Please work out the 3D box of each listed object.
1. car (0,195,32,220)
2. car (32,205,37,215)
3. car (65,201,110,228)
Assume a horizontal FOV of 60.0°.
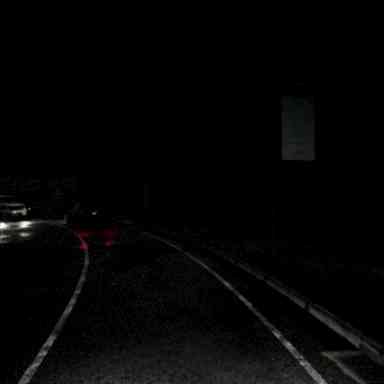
[{"bbox_3d":[-16.158,1.270,28.564,5.566,2.045,2.150,-1,-1,44],"label":"car"},{"bbox_3d":[-17.759,1.685,34.243,4.181,1.385,1.994,-1,-1,39],"label":"car"},{"bbox_3d":[-7.280,1.396,22.888,2.097,1.767,4.553,0,0,-31],"label":"car"}]
